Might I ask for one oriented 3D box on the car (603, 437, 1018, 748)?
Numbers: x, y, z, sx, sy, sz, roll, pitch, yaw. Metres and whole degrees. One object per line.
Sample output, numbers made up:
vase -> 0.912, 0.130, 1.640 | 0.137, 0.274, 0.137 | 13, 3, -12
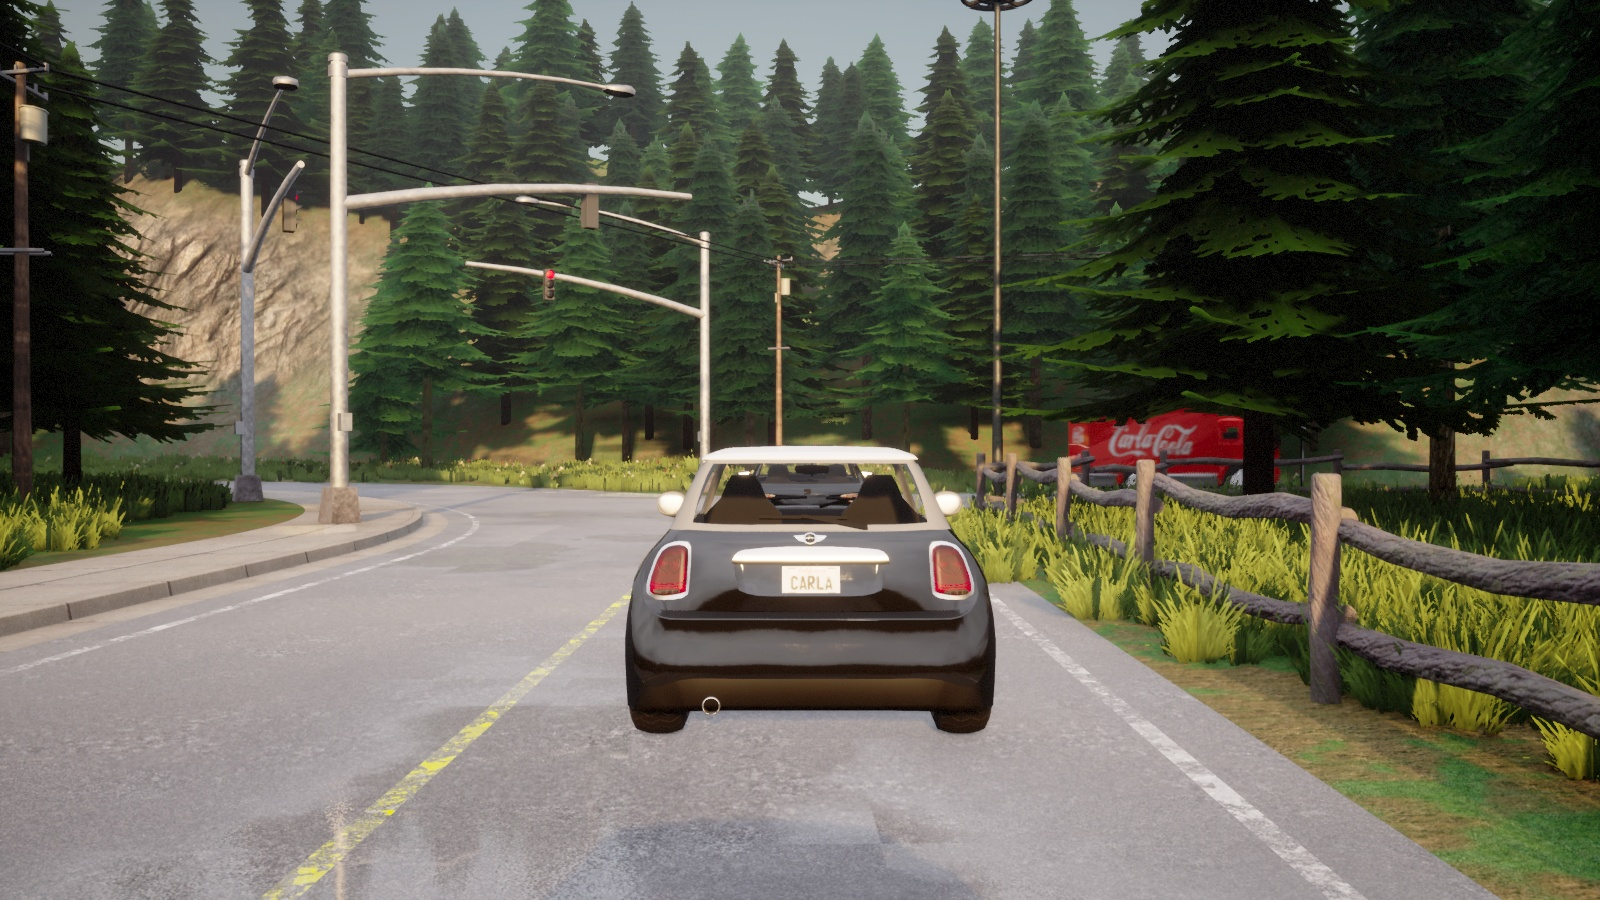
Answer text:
car -> 0.058, 0.668, 7.864 | 1.970, 1.475, 3.806 | 0, 0, 0

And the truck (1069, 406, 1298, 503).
truck -> 9.973, 0.110, 33.025 | 5.204, 2.467, 2.627 | 0, 0, -1
